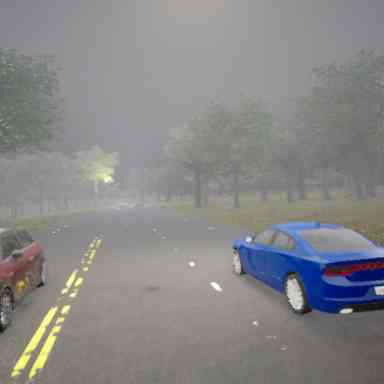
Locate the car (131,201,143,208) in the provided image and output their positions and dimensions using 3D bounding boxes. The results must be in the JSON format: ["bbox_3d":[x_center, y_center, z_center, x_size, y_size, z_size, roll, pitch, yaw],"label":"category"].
[{"bbox_3d":[-12.239,2.838,75.835,2.033,1.411,5.357,-3,-1,-12],"label":"car"}]

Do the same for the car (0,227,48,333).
[{"bbox_3d":[-4.578,1.628,6.982,2.097,1.767,4.553,-3,0,-12],"label":"car"}]

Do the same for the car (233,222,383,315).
[{"bbox_3d":[2.445,1.424,7.612,1.882,1.535,5.008,-3,0,-12],"label":"car"}]

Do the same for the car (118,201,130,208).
[{"bbox_3d":[-16.444,2.894,78.558,2.097,1.767,4.553,-3,-1,-10],"label":"car"}]
